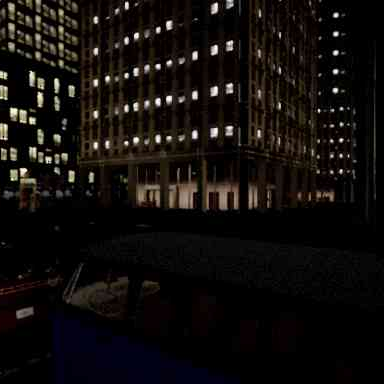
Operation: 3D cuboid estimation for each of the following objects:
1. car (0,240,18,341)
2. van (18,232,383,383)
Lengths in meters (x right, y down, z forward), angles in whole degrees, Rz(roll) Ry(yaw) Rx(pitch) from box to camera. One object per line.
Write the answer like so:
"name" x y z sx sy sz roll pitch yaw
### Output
"car" -4.064 1.462 5.751 4.507 1.381 1.887 1 0 35
"van" 0.524 1.321 2.645 3.998 1.788 1.690 1 0 35
